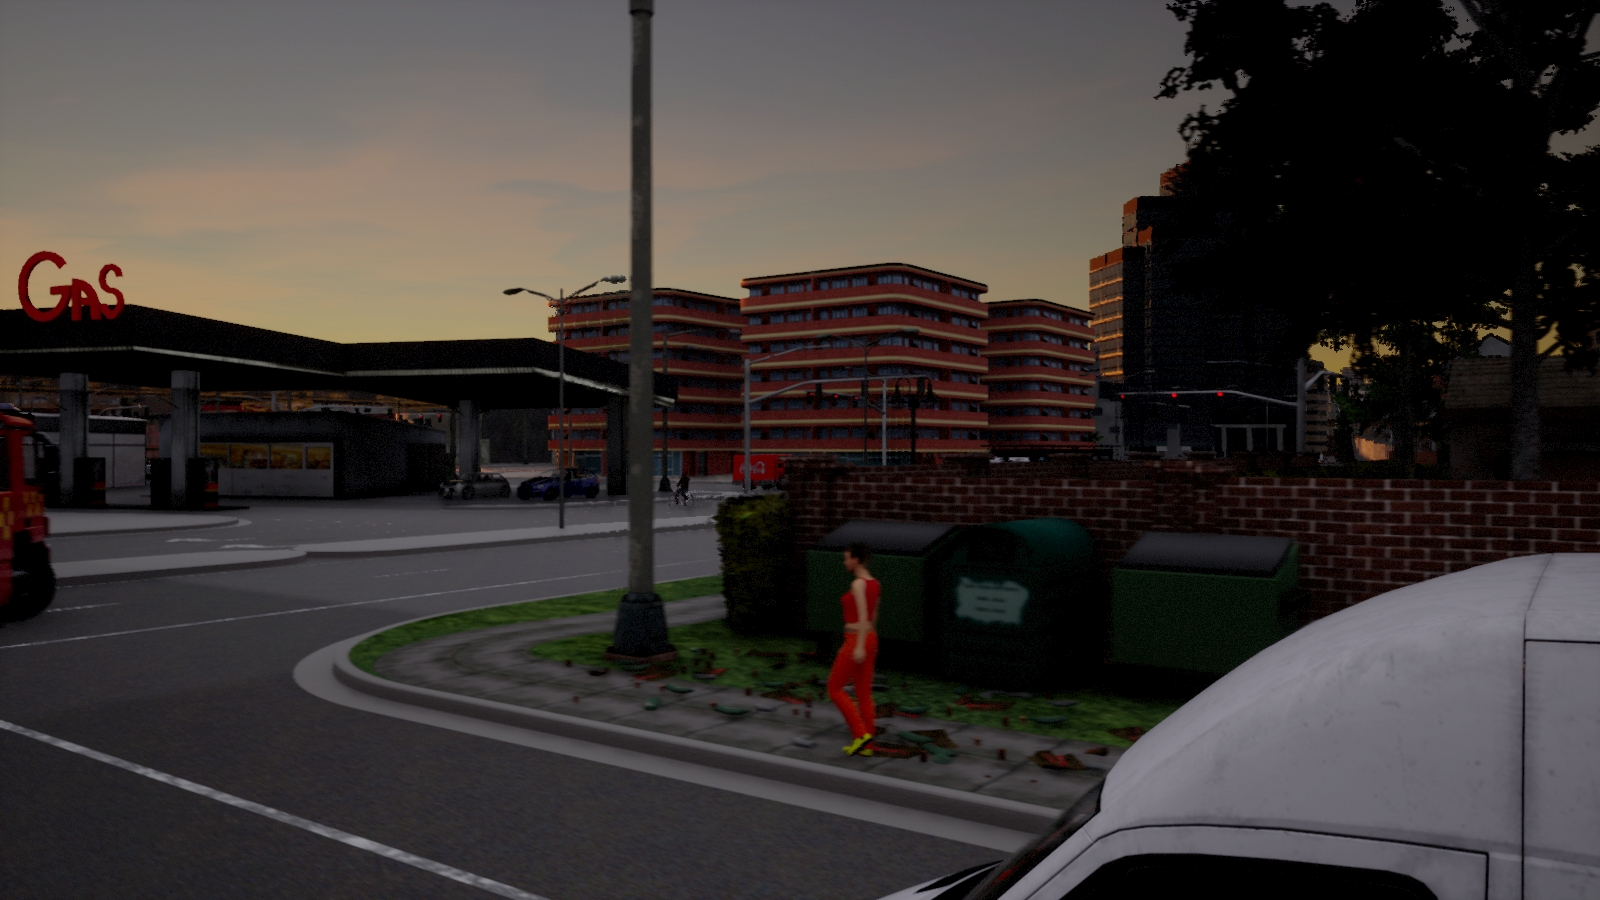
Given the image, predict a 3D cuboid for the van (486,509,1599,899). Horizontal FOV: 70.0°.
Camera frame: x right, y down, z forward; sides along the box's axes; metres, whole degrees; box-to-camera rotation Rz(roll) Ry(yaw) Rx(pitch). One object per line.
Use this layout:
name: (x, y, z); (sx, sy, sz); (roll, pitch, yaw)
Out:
van: (2.122, 1.532, 2.293); (5.915, 2.561, 1.988); (0, 0, 35)

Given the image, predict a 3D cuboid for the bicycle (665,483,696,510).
bicycle: (-5.609, 2.160, 53.543); (0.329, 1.196, 1.835); (0, 0, 34)

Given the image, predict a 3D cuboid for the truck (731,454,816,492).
truck: (-1.814, 1.528, 77.278); (5.204, 2.467, 2.627); (-1, 0, 34)

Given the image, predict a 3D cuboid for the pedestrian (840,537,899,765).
pedestrian: (0.596, 1.689, 9.760); (0.375, 1.860, 0.375); (0, 0, 30)

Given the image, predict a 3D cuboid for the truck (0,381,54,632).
truck: (-13.211, 0.868, 15.981); (2.891, 3.827, 8.468); (-1, 0, -21)
